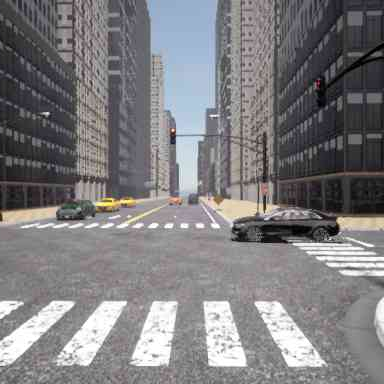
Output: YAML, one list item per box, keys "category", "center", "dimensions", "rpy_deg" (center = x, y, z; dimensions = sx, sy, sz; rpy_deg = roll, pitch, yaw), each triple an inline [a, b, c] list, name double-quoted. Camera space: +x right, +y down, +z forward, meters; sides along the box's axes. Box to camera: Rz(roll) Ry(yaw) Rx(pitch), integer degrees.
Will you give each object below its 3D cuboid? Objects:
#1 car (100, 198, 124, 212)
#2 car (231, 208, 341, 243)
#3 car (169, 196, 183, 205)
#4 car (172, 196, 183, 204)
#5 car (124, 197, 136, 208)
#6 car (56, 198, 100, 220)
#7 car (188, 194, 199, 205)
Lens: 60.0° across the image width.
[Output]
- category: "car"
  center: [-9.736, 1.504, 38.655]
  dimensions: [1.882, 1.535, 5.008]
  rpy_deg: [0, 0, 0]
- category: "car"
  center: [4.270, 1.493, 15.435]
  dimensions: [4.902, 1.511, 2.128]
  rpy_deg: [0, 0, 3]
- category: "car"
  center: [-2.971, 1.429, 59.982]
  dimensions: [2.097, 1.767, 4.553]
  rpy_deg: [0, 0, 0]
- category: "car"
  center: [-2.971, 1.607, 70.170]
  dimensions: [2.128, 1.511, 4.902]
  rpy_deg: [0, 0, 0]
- category: "car"
  center: [-9.693, 1.527, 49.856]
  dimensions: [1.882, 1.535, 5.008]
  rpy_deg: [0, 0, 0]
- category: "car"
  center: [-9.766, 1.364, 28.275]
  dimensions: [2.097, 1.767, 4.553]
  rpy_deg: [0, 0, 0]
- category: "car"
  center: [0.279, 1.583, 60.193]
  dimensions: [1.837, 1.490, 4.892]
  rpy_deg: [0, 0, 0]
